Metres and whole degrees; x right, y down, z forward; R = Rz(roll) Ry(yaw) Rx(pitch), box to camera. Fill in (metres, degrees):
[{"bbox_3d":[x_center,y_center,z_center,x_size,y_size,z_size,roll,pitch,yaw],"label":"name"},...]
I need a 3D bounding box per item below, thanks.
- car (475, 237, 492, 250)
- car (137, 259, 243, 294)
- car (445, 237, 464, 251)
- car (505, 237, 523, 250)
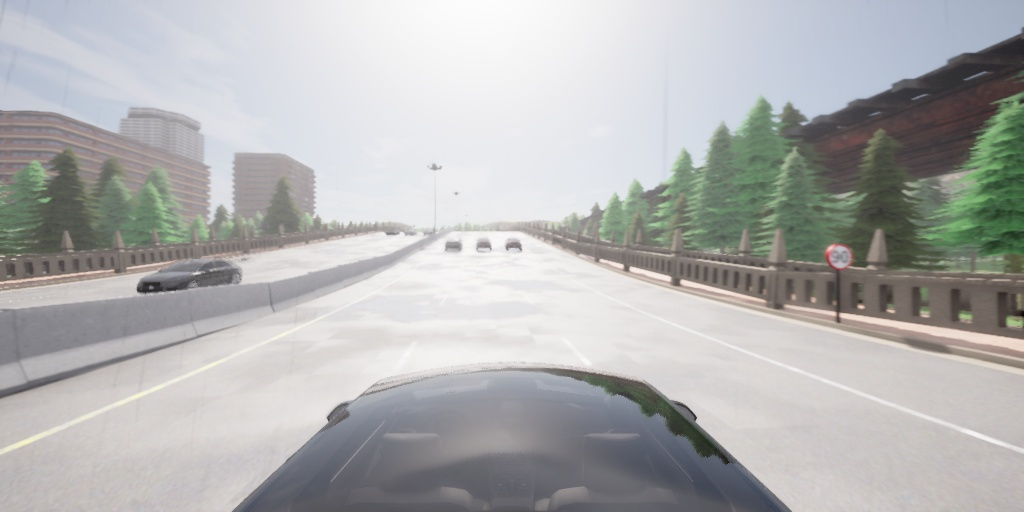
[{"bbox_3d":[-3.391,-1.545,43.243,1.812,1.442,4.674,0,7,-4],"label":"car"},{"bbox_3d":[-15.416,0.942,17.516,1.837,1.490,4.892,0,3,-5],"label":"car"},{"bbox_3d":[-6.842,-1.507,42.467,2.128,1.511,4.902,0,7,-4],"label":"car"},{"bbox_3d":[0.117,-1.529,43.266,1.812,1.442,4.674,0,7,-4],"label":"car"}]
